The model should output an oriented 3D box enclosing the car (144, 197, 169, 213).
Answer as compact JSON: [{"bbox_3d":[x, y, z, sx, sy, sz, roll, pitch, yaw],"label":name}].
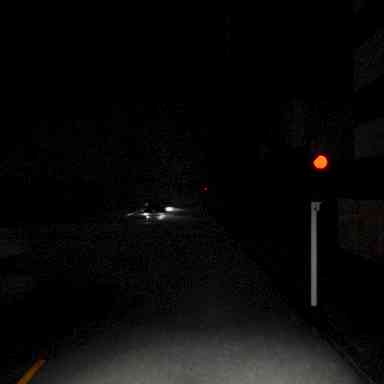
[{"bbox_3d":[-4.107,1.352,37.633,2.097,1.767,4.553,0,0,0],"label":"car"}]

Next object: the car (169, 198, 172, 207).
[{"bbox_3d":[-4.075,1.601,50.428,1.895,1.301,4.718,0,0,0],"label":"car"}]
